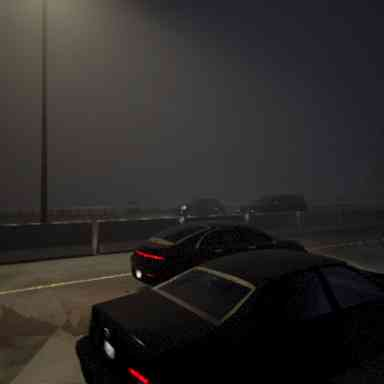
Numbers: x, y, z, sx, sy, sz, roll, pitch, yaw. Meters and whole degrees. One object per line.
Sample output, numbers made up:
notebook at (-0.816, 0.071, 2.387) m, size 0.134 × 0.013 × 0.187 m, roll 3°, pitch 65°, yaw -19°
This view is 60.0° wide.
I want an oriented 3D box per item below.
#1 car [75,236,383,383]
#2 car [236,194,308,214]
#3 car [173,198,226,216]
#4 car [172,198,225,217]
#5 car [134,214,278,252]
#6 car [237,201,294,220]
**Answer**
car at (1.303, 1.543, 4.546) m, size 5.357 × 1.411 × 2.033 m, roll 0°, pitch 0°, yaw -34°
car at (5.819, 1.202, 23.830) m, size 5.566 × 2.045 × 2.150 m, roll 0°, pitch 0°, yaw -29°
car at (0.793, 1.438, 33.007) m, size 5.008 × 1.535 × 1.882 m, roll 0°, pitch 0°, yaw -29°
car at (0.565, 1.317, 28.877) m, size 4.553 × 1.767 × 2.097 m, roll 0°, pitch 0°, yaw -29°
car at (0.880, 1.495, 8.410) m, size 4.892 × 1.490 × 1.837 m, roll 0°, pitch 0°, yaw -33°
car at (6.207, 1.502, 27.997) m, size 4.674 × 1.442 × 1.812 m, roll 0°, pitch 0°, yaw -27°
